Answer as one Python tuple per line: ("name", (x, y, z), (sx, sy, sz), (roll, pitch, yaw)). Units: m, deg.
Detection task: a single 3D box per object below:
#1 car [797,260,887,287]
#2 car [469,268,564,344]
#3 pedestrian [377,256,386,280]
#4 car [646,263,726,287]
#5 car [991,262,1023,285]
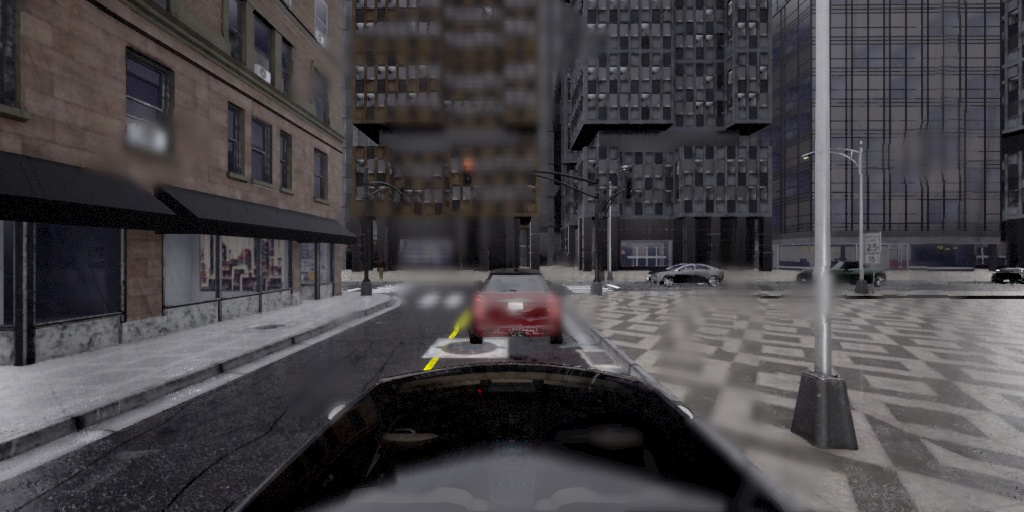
("car", (21.522, 1.070, 23.548), (4.553, 1.767, 2.097), (0, 0, 1))
("car", (0.071, 1.102, 9.751), (2.097, 1.767, 4.553), (0, 0, -1))
("pedestrian", (-9.832, 0.903, 26.936), (0.375, 1.860, 0.375), (0, 0, 1))
("car", (11.407, 1.223, 23.657), (4.902, 1.511, 2.128), (0, 0, 0))
("car", (34.588, 1.056, 23.381), (4.553, 1.767, 2.097), (0, 0, 2))
